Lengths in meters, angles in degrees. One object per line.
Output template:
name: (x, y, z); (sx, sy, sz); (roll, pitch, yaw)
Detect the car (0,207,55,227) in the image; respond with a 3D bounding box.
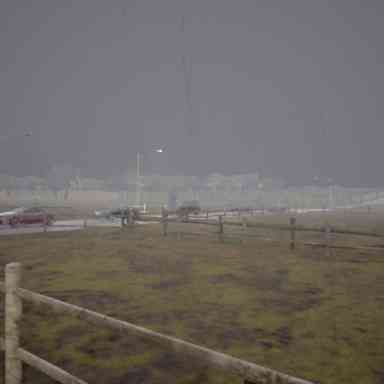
car: (-12.566, 1.823, 25.123); (1.994, 1.385, 4.181); (1, -1, 36)

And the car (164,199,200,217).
car: (-1.170, 1.933, 41.263); (2.150, 2.045, 5.566); (1, -1, 35)

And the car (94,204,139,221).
car: (-7.297, 1.949, 32.586); (2.128, 1.511, 4.902); (1, -1, 35)

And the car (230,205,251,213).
car: (8.029, 2.743, 54.170); (1.895, 1.301, 4.718); (1, -1, 35)

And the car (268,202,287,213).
car: (15.330, 2.770, 59.591); (2.097, 1.767, 4.553); (1, -1, 37)
